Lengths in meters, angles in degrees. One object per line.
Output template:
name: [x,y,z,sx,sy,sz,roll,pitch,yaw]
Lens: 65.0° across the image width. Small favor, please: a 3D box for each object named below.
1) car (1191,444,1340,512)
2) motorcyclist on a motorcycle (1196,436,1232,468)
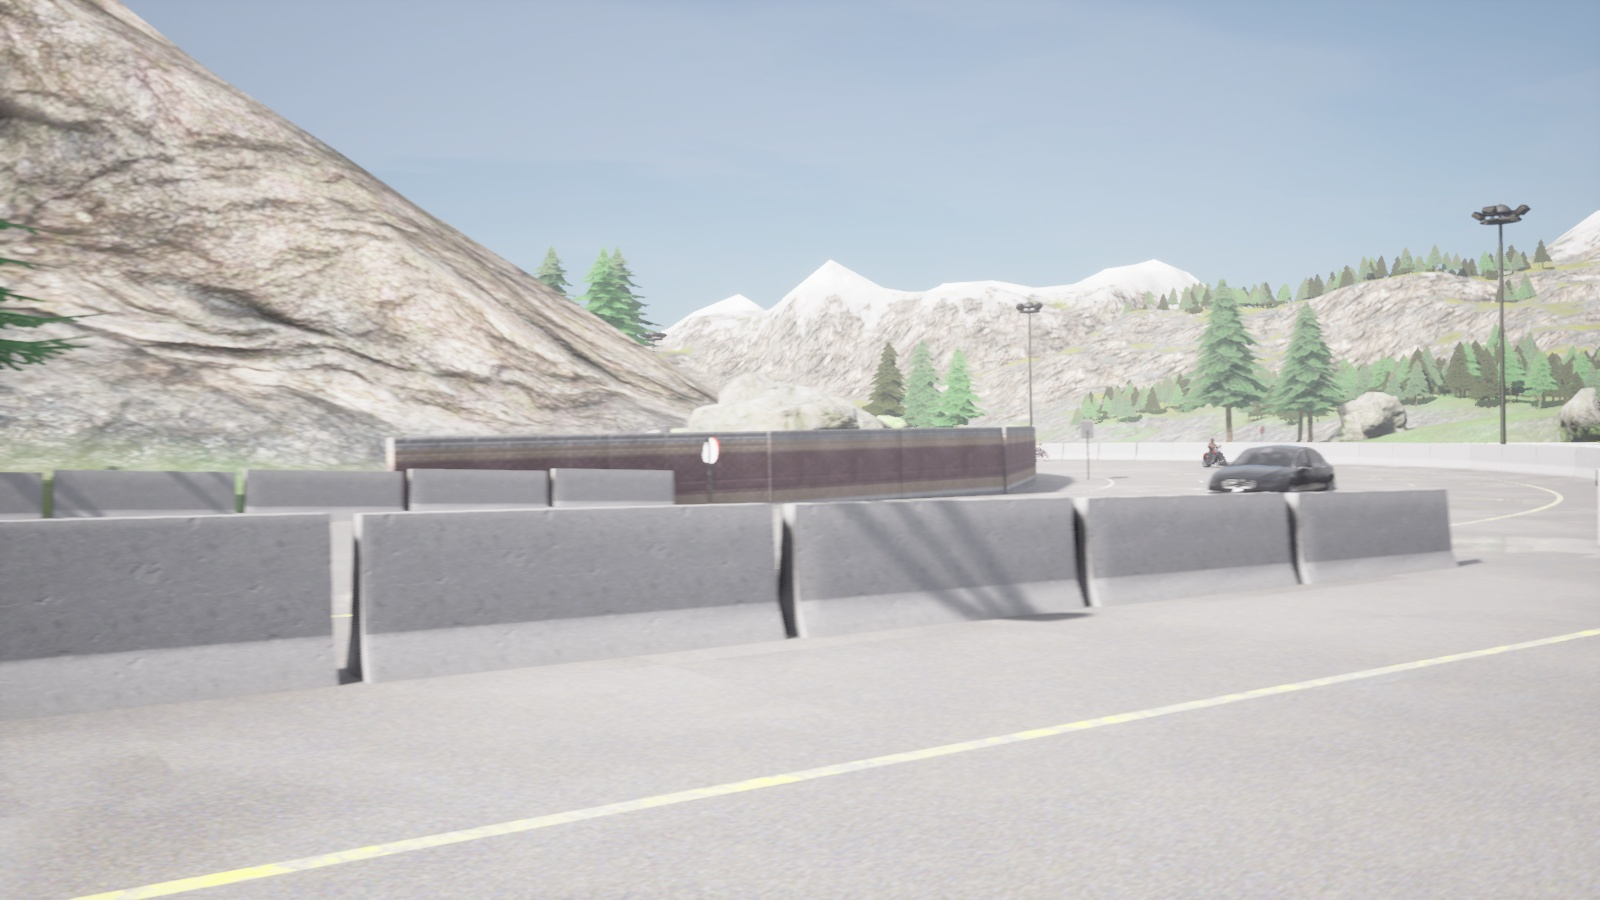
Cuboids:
car: [11.320,0.611,30.318,1.837,1.490,4.892,0,0,40]
motorcyclist on a motorcycle: [21.954,0.103,66.592,0.766,1.649,2.350,-2,1,-9]
